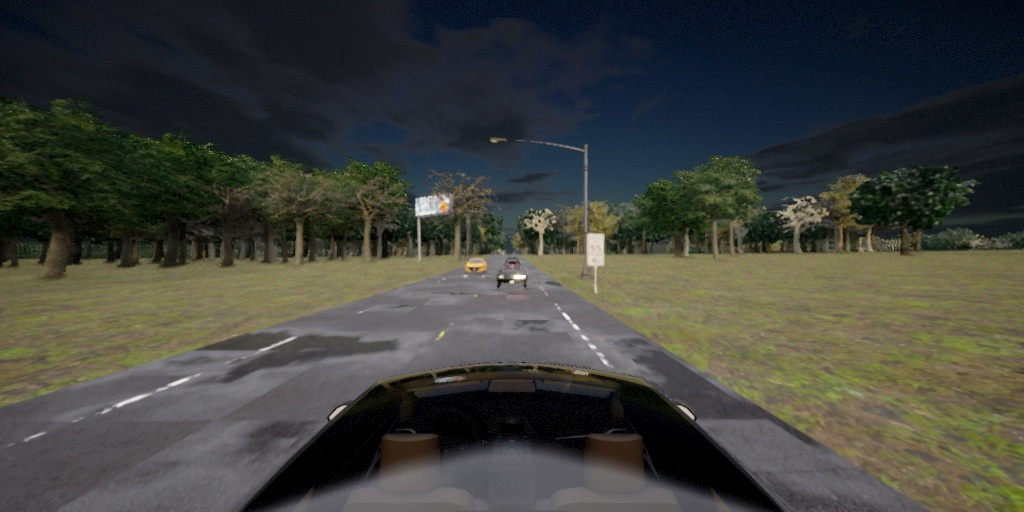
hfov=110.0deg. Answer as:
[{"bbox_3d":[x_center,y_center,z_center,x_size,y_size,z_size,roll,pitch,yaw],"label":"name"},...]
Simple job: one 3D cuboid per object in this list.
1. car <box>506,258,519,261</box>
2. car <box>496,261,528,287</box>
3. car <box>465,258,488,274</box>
[{"bbox_3d":[0.039,0.914,39.441,1.837,1.490,4.892,0,1,0],"label":"car"},{"bbox_3d":[0.015,1.217,23.005,1.895,1.301,4.718,0,1,1],"label":"car"},{"bbox_3d":[-3.537,0.947,36.180,1.882,1.535,5.008,0,1,0],"label":"car"}]
